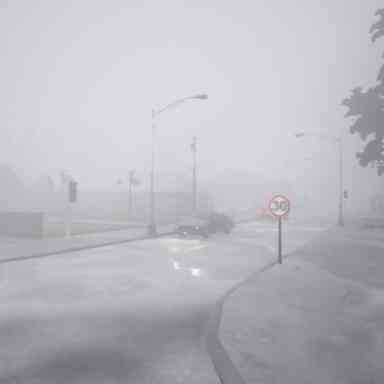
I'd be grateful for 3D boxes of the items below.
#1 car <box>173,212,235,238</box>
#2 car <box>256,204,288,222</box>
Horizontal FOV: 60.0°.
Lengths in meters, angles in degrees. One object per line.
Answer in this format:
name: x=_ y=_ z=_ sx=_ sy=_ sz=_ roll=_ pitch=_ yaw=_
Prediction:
car: x=0.933 y=1.942 z=20.733 sx=2.033 sy=1.411 sz=5.357 roll=0 pitch=-1 yaw=30
car: x=8.032 y=2.009 z=33.168 sx=2.097 sy=1.767 sz=4.553 roll=0 pitch=-1 yaw=30
